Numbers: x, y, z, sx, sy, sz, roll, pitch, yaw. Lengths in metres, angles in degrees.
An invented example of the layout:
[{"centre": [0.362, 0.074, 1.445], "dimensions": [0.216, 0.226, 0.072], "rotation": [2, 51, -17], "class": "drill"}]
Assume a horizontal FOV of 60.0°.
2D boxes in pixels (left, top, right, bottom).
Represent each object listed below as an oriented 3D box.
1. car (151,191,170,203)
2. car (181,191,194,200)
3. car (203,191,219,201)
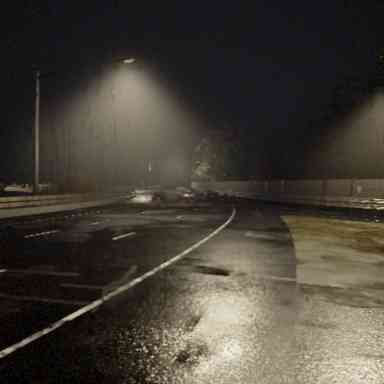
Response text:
[{"centre": [-3.979, 0.559, 42.070], "dimensions": [1.812, 1.442, 4.674], "rotation": [1, 1, 1], "class": "car"}, {"centre": [-0.693, 0.485, 52.157], "dimensions": [1.895, 1.301, 4.718], "rotation": [1, 1, -4], "class": "car"}, {"centre": [2.857, 0.561, 49.993], "dimensions": [1.994, 1.385, 4.181], "rotation": [1, 1, -3], "class": "car"}]
